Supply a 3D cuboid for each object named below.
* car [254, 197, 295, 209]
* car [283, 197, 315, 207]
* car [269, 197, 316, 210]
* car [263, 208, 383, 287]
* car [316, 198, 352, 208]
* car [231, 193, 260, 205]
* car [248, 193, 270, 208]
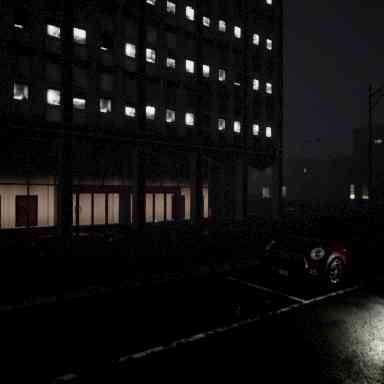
[{"bbox_3d":[11.029,1.417,44.775,2.033,1.411,5.357,0,0,-35],"label":"car"},{"bbox_3d":[15.492,1.481,48.507,1.802,1.307,4.206,1,0,-35],"label":"car"},{"bbox_3d":[11.746,1.427,39.188,2.008,1.369,4.403,1,0,-35],"label":"car"},{"bbox_3d":[3.863,1.441,9.316,4.097,1.590,1.967,0,0,-36],"label":"car"},{"bbox_3d":[18.544,1.447,44.091,1.752,1.417,4.829,1,0,-35],"label":"car"},{"bbox_3d":[9.197,1.168,57.616,2.192,1.841,5.009,1,0,-35],"label":"car"},{"bbox_3d":[8.600,1.168,43.743,2.192,1.841,5.009,1,0,-35],"label":"car"}]
